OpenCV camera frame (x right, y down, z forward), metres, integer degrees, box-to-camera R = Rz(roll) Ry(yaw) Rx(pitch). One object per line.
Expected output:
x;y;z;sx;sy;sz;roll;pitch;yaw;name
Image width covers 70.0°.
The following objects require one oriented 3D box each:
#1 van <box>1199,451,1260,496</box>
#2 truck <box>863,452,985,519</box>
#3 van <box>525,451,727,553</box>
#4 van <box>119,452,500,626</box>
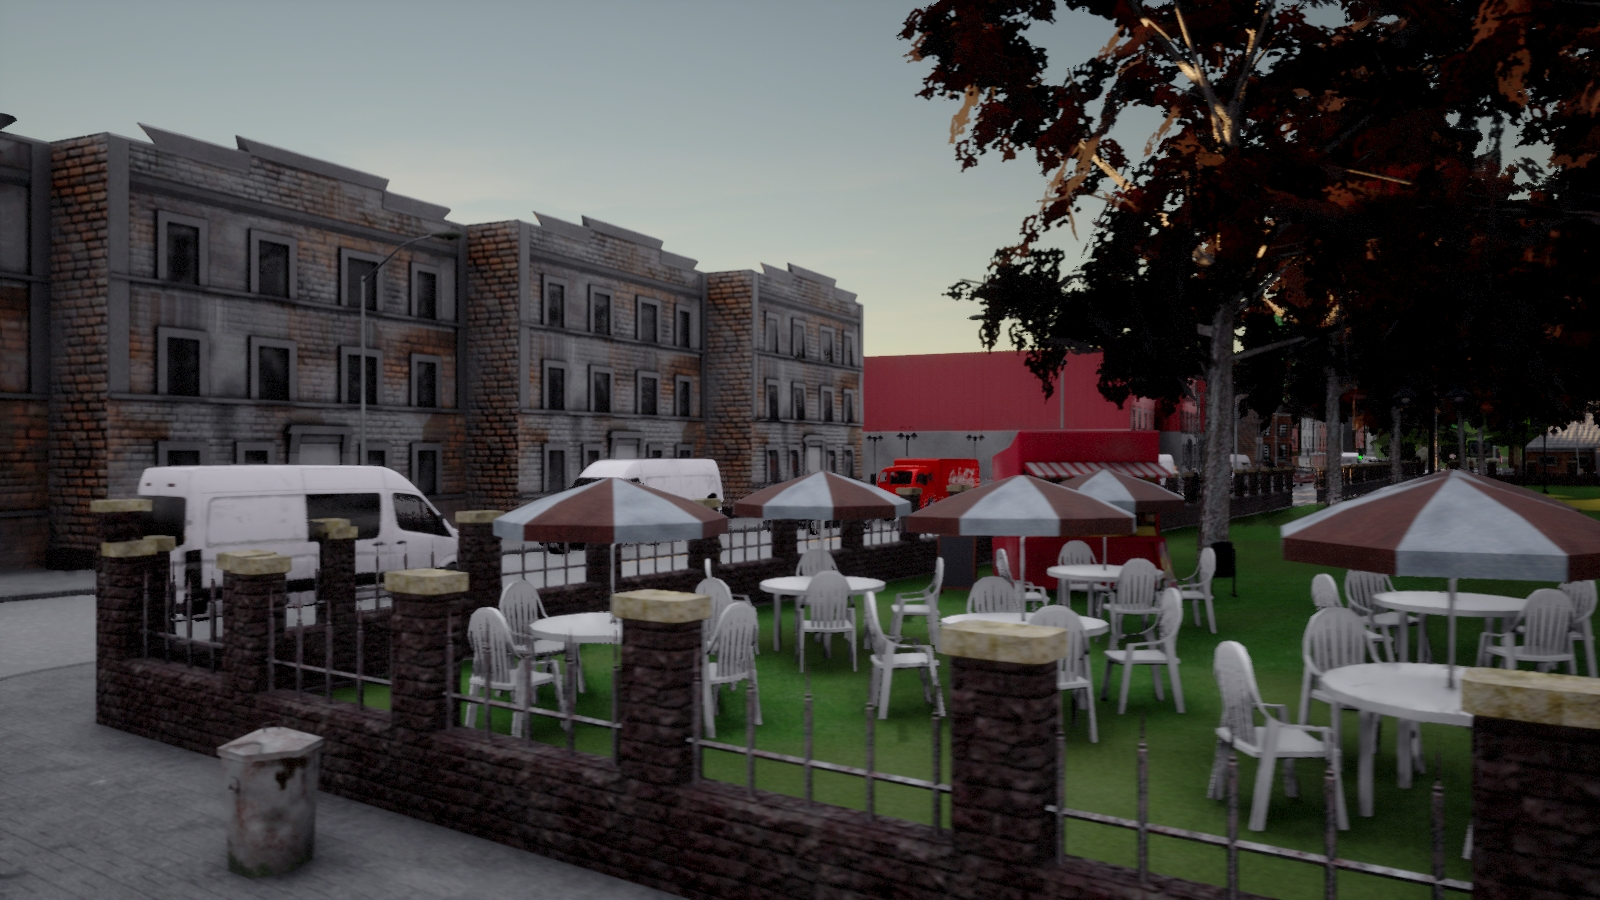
25.547;1.314;67.800;1.988;2.561;5.915;0;0;35;van
5.018;1.345;45.426;2.627;2.467;5.204;0;0;35;truck
-4.641;1.315;31.623;1.988;2.561;5.915;0;0;35;van
-8.192;1.314;19.803;1.988;2.561;5.915;0;0;34;van
